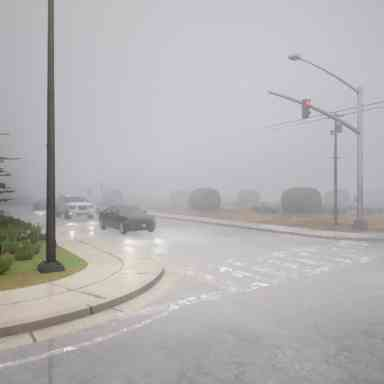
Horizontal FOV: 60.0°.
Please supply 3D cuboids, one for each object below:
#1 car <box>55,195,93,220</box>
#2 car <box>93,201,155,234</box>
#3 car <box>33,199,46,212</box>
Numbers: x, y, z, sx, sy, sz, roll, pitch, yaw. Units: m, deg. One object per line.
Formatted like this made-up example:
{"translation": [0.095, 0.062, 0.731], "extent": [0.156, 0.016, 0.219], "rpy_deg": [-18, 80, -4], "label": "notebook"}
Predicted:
{"translation": [-10.272, 1.249, 28.913], "extent": [2.150, 2.045, 5.566], "rpy_deg": [0, 0, -35], "label": "car"}
{"translation": [-3.936, 1.505, 19.679], "extent": [1.882, 1.535, 5.008], "rpy_deg": [0, 0, -34], "label": "car"}
{"translation": [-17.777, 1.592, 39.907], "extent": [1.994, 1.385, 4.181], "rpy_deg": [0, 0, -34], "label": "car"}
